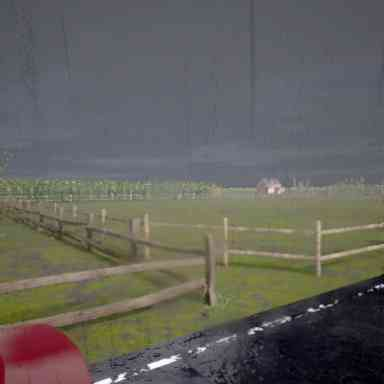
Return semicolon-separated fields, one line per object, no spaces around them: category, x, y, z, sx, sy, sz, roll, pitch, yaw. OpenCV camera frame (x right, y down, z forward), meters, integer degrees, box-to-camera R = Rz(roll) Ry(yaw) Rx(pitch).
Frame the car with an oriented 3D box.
car;-2.822;1.486;1.058;5.008;1.535;1.882;0;0;-35
